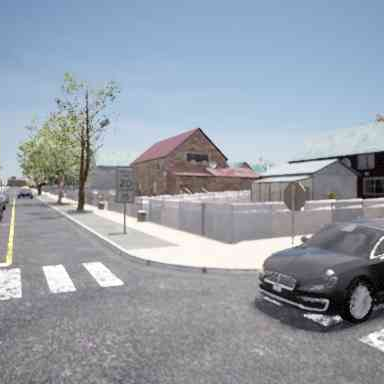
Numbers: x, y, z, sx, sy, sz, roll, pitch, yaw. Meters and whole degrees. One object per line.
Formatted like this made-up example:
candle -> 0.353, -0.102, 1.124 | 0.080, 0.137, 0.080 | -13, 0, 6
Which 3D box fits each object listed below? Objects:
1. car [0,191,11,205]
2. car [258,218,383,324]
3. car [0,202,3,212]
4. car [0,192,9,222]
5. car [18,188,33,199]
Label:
car -> -22.296, 0.652, 38.735 | 2.033, 1.411, 5.357 | 1, 1, -27
car -> 3.601, 1.348, 6.880 | 4.892, 1.490, 1.837 | -2, 1, -28
car -> -8.461, 1.256, 12.455 | 1.994, 1.385, 4.181 | 1, 1, -27
car -> -12.734, 1.004, 20.577 | 2.128, 1.511, 4.902 | 1, 1, -28
car -> -26.580, 0.189, 53.030 | 2.097, 1.767, 4.553 | 1, 1, -27
